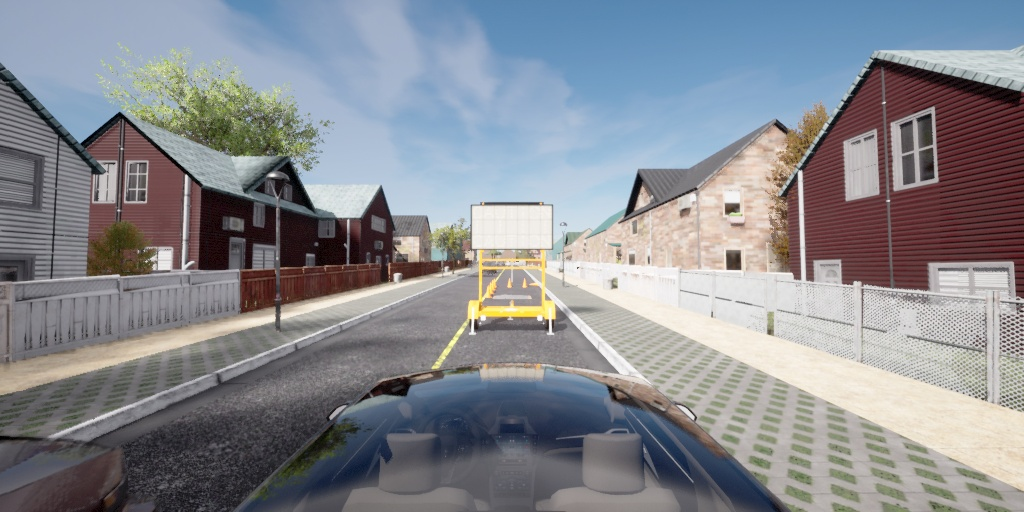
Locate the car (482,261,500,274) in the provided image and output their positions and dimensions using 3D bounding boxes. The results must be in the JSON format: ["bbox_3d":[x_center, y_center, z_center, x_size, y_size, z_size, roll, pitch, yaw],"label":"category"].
[{"bbox_3d":[-2.825,1.428,44.072,1.837,1.490,4.892,0,0,0],"label":"car"}]

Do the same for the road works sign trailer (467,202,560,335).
[{"bbox_3d":[0.001,0.227,10.564,2.380,3.560,2.880,0,0,1],"label":"road works sign trailer"}]
